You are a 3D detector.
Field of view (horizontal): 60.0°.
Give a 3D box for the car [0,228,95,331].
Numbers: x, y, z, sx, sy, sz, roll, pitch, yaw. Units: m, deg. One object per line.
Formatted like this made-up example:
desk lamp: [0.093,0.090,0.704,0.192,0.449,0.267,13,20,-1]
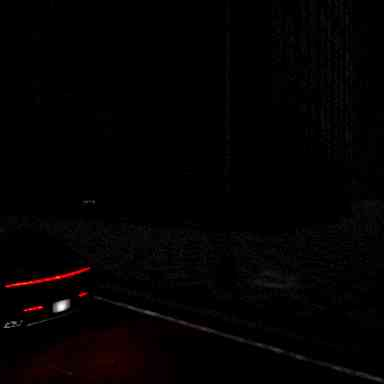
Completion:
car: [-3.938,1.464,6.454,4.892,1.490,1.837,0,0,36]
